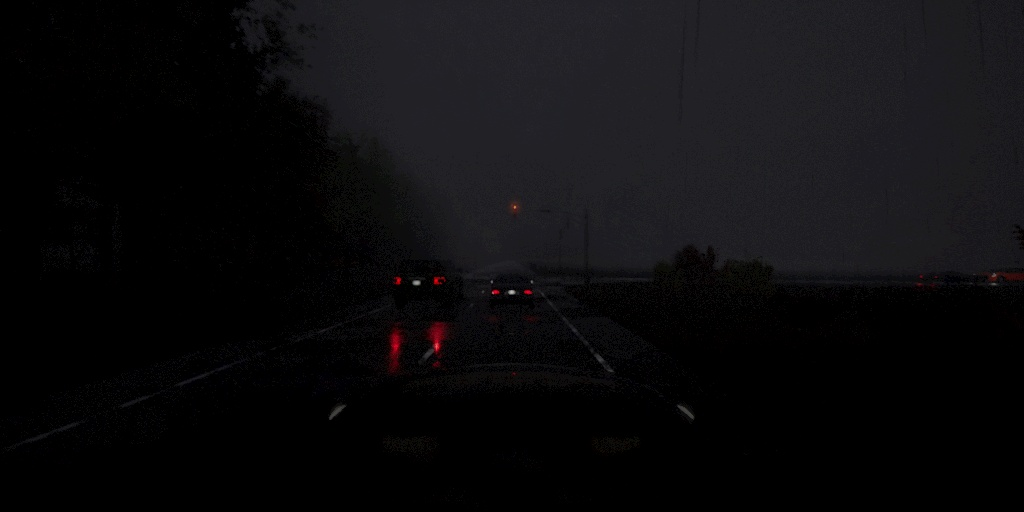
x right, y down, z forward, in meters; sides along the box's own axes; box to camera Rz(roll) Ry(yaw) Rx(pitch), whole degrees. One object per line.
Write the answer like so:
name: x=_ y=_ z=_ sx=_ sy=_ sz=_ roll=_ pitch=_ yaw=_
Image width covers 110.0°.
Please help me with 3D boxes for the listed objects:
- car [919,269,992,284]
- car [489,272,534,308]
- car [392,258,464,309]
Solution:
car: x=43.737 y=2.135 z=35.598 sx=4.718 sy=1.301 sz=1.895 roll=1 pitch=-1 yaw=0
car: x=-0.009 y=1.430 z=15.854 sx=2.033 sy=1.411 sz=5.357 roll=0 pitch=-1 yaw=0
car: x=-3.509 y=1.099 z=15.867 sx=2.150 sy=2.045 sz=5.566 roll=0 pitch=0 yaw=0
